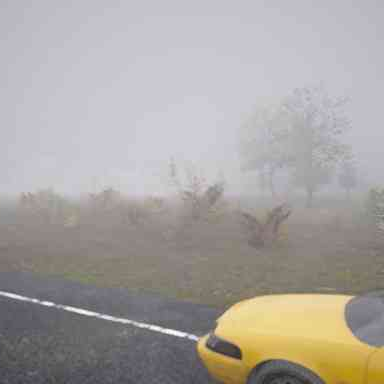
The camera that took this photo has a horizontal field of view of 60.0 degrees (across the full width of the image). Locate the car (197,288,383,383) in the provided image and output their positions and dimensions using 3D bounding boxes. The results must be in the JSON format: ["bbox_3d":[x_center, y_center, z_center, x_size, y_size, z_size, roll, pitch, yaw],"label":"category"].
[{"bbox_3d":[2.687,1.503,3.091,5.366,1.575,1.801,1,0,27],"label":"car"}]
